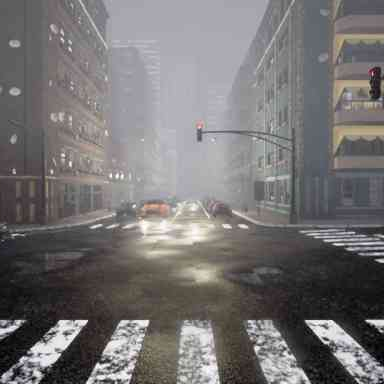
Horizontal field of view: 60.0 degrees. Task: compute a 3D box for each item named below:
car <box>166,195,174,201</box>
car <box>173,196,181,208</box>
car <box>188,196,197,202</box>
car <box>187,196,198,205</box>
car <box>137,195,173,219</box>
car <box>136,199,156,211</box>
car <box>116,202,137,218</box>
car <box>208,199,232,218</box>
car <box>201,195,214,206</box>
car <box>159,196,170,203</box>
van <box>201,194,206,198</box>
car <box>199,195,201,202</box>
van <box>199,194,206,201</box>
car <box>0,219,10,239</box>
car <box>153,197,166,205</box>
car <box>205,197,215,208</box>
[{"bbox_3d":[-5.649,1.561,85.431,1.752,1.417,4.829,0,0,0],"label":"car"},{"bbox_3d":[-3.052,1.556,47.191,2.033,1.411,5.357,0,0,0],"label":"car"},{"bbox_3d":[0.040,1.450,69.842,1.895,1.301,4.718,0,0,0],"label":"car"},{"bbox_3d":[0.034,1.542,59.806,1.812,1.442,4.674,0,0,0],"label":"car"},{"bbox_3d":[-3.080,1.354,28.663,2.097,1.767,4.553,0,0,0],"label":"car"},{"bbox_3d":[-5.673,1.572,41.413,1.947,1.339,4.313,0,0,0],"label":"car"},{"bbox_3d":[-5.679,1.568,30.366,1.947,1.339,4.313,0,0,0],"label":"car"},{"bbox_3d":[2.702,1.584,30.349,1.802,1.307,4.206,0,0,0],"label":"car"},{"bbox_3d":[2.711,1.553,46.919,1.887,1.381,4.507,0,0,0],"label":"car"},{"bbox_3d":[-5.657,1.604,69.030,1.802,1.307,4.206,0,0,0],"label":"car"},{"bbox_3d":[2.712,1.353,52.443,1.690,1.788,3.998,0,0,0],"label":"van"},{"bbox_3d":[2.717,1.581,57.967,1.947,1.339,4.313,0,0,0],"label":"car"},{"bbox_3d":[2.730,1.377,85.584,1.690,1.788,3.998,-1,0,0],"label":"van"},{"bbox_3d":[-10.634,1.670,15.049,4.181,1.385,1.994,-2,1,-13],"label":"car"},{"bbox_3d":[-5.664,1.560,57.984,1.887,1.381,4.507,0,0,0],"label":"car"},{"bbox_3d":[2.705,1.570,35.873,1.947,1.339,4.313,0,0,0],"label":"car"}]
